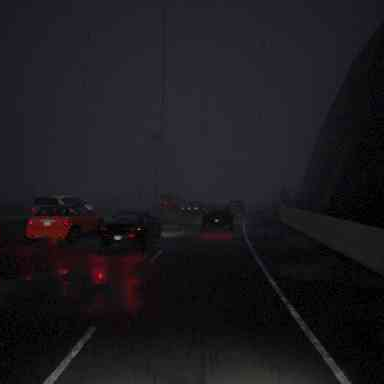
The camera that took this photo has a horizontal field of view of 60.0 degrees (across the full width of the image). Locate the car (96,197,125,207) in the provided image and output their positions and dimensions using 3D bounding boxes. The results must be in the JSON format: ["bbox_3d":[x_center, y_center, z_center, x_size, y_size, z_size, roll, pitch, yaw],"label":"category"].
[{"bbox_3d":[-12.874,1.584,53.053,2.033,1.411,5.357,0,0,17],"label":"car"}]

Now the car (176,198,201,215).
[{"bbox_3d":[0.280,1.586,33.553,2.033,1.411,5.357,0,0,12],"label":"car"}]

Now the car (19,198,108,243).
[{"bbox_3d":[-5.933,1.360,16.197,2.097,1.767,4.553,0,0,5],"label":"car"}]

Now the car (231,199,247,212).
[{"bbox_3d":[5.396,1.546,39.831,2.128,1.511,4.902,0,0,14],"label":"car"}]

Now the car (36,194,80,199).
[{"bbox_3d":[-8.695,1.232,22.788,2.150,2.045,5.566,0,0,8],"label":"car"}]

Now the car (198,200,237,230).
[{"bbox_3d":[1.768,1.505,21.672,1.882,1.535,5.008,0,0,8],"label":"car"}]

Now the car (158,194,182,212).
[{"bbox_3d":[-2.169,1.261,38.494,2.150,2.045,5.566,0,0,13],"label":"car"}]

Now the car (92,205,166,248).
[{"bbox_3d":[-2.579,1.538,14.780,1.812,1.442,4.674,0,0,5],"label":"car"}]

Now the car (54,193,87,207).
[{"bbox_3d":[-19.782,1.246,54.398,2.150,2.045,5.566,0,0,17],"label":"car"}]

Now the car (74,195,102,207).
[{"bbox_3d":[-16.530,1.383,53.011,2.097,1.767,4.553,0,0,17],"label":"car"}]
